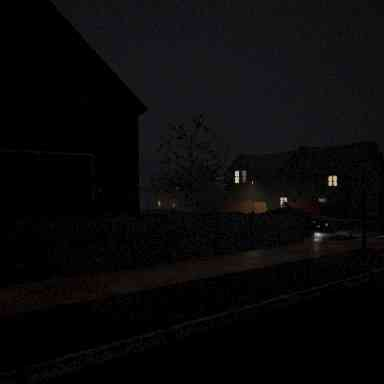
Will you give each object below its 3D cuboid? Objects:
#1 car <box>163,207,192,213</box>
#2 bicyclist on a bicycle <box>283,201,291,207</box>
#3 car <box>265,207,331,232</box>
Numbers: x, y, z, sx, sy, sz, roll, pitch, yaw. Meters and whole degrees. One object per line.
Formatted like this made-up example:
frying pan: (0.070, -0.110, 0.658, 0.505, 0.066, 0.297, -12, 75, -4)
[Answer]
car: (-1.943, 2.293, 35.327, 1.895, 1.301, 4.718, -1, -1, -35)
bicyclist on a bicycle: (8.681, 1.667, 30.491, 1.656, 1.620, 0.582, -1, 0, -36)
car: (7.008, 1.829, 22.768, 1.837, 1.490, 4.892, -1, 0, -36)
